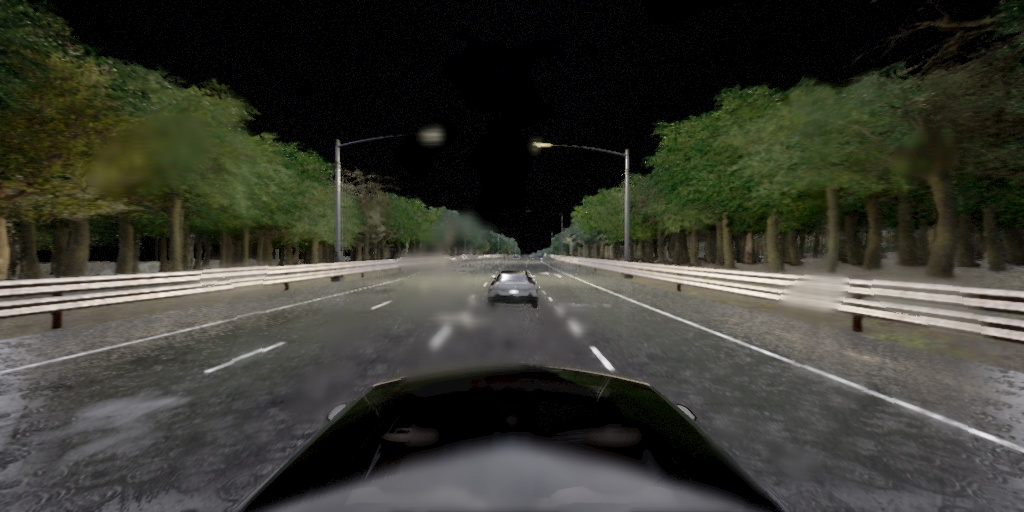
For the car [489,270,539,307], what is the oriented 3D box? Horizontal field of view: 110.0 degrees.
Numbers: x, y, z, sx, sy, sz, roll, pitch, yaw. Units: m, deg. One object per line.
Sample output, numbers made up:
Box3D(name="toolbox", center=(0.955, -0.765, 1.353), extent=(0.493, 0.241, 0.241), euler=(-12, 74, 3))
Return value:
Box3D(name="car", center=(0.063, 1.289, 15.347), extent=(1.994, 1.385, 4.181), euler=(0, 0, 0))
